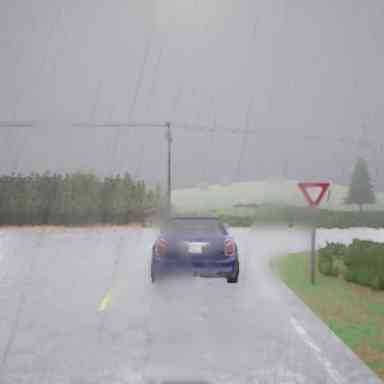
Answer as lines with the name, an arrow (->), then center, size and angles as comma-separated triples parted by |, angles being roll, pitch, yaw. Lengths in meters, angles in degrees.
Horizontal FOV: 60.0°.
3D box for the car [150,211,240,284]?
car -> 0.053, 1.331, 9.652 | 2.097, 1.767, 4.553 | 0, 0, -1
